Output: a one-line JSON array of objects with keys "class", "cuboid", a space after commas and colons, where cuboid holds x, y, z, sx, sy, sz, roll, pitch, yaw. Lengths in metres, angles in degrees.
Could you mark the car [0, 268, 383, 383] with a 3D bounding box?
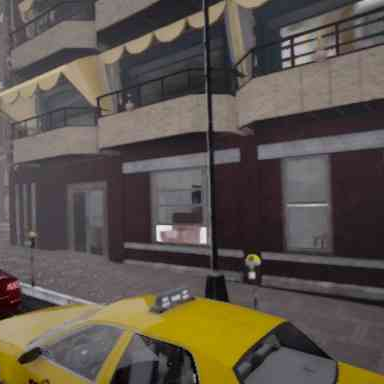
[{"class": "car", "cuboid": [-0.387, 1.547, 3.021, 4.829, 1.417, 1.752, -1, -2, 36]}]
